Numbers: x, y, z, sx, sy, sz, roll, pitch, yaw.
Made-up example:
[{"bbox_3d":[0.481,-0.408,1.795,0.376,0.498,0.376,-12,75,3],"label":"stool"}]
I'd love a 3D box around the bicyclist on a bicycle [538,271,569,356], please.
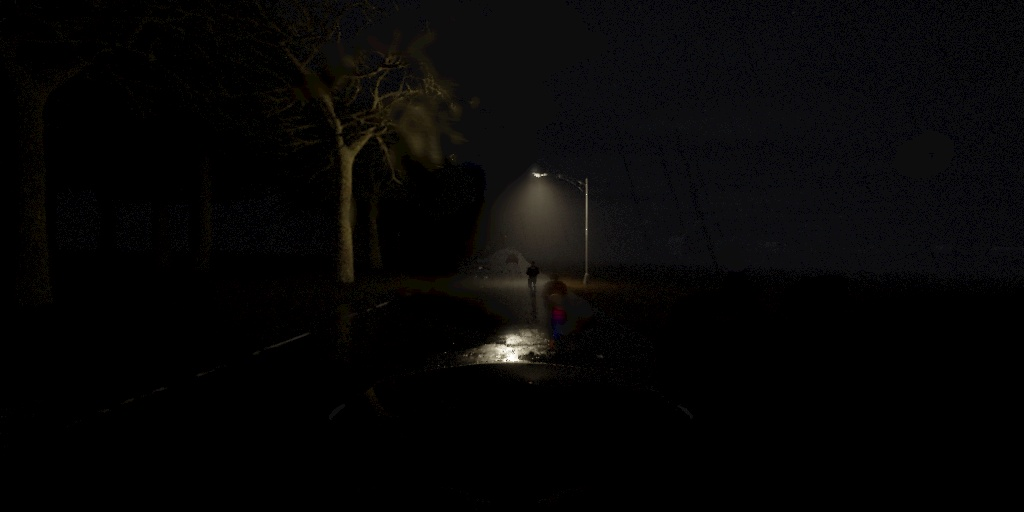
[{"bbox_3d":[0.963,1.201,7.694,0.582,1.620,1.656,0,0,0],"label":"bicyclist on a bicycle"}]

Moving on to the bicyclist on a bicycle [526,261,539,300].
[{"bbox_3d":[0.964,1.091,16.488,0.659,1.776,1.843,0,0,0],"label":"bicyclist on a bicycle"}]

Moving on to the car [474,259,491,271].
[{"bbox_3d":[-3.601,1.045,44.433,2.033,1.411,5.357,0,1,0],"label":"car"}]
